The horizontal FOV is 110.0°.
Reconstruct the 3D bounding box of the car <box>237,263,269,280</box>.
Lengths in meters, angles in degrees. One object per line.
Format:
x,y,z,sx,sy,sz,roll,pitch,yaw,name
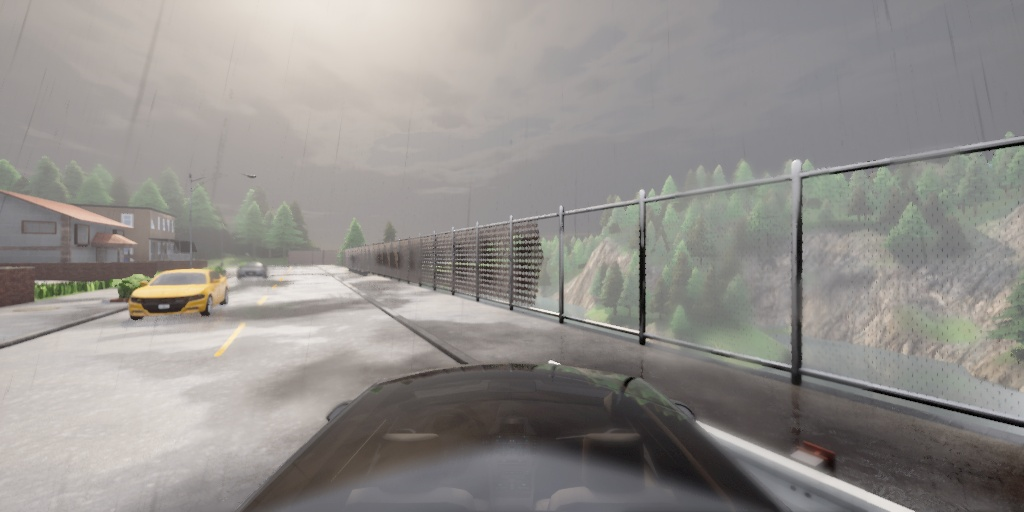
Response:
-22.371,1.310,31.142,1.994,1.385,4.181,0,0,-30,car

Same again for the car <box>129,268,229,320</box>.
-11.702,1.222,12.912,1.882,1.535,5.008,0,1,-30,car
